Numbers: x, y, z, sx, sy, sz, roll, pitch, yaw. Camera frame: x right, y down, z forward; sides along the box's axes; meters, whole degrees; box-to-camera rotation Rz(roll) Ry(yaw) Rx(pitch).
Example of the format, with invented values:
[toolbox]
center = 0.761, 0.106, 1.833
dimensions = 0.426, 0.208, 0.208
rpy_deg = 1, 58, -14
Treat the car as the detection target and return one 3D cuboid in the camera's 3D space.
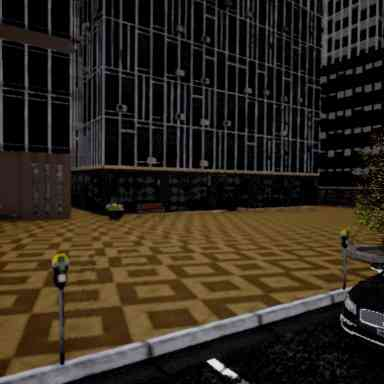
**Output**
[car]
center = 4.213, 1.560, 5.379
dimensions = 4.403, 1.369, 2.008
rpy_deg = 1, 0, -34
